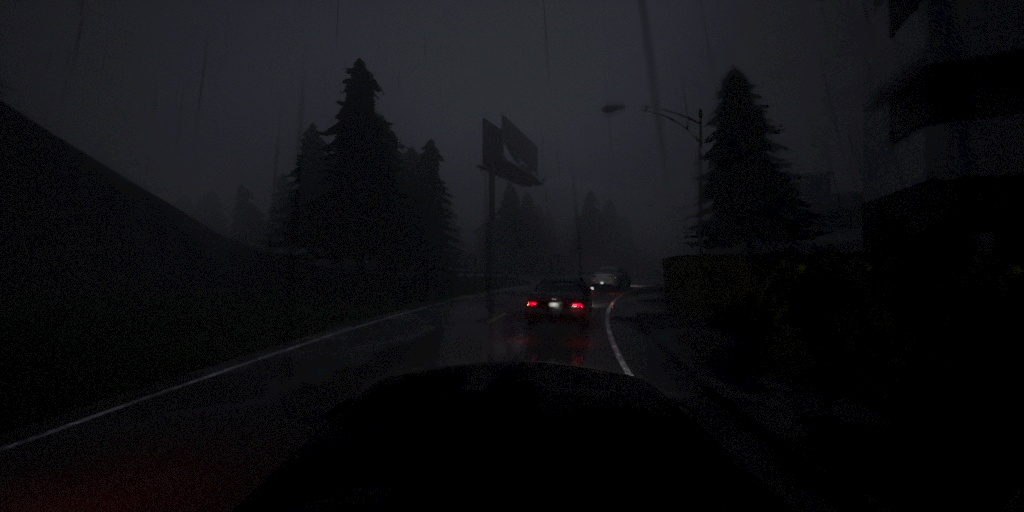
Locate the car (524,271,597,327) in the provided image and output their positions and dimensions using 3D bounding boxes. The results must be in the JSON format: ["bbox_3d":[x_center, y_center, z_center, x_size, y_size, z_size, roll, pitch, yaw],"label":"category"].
[{"bbox_3d":[1.692,1.353,11.914,2.033,1.411,5.357,0,0,13],"label":"car"}]

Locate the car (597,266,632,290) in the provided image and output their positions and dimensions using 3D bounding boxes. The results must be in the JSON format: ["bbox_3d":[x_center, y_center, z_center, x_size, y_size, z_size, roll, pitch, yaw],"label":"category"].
[{"bbox_3d":[6.524,1.397,23.583,1.812,1.442,4.674,0,0,29],"label":"car"}]
